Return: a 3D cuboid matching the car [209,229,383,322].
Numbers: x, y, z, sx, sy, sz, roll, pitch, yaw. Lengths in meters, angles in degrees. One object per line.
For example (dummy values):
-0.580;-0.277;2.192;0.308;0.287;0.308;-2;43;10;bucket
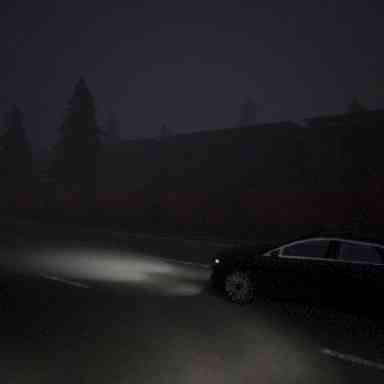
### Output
2.644;1.485;6.406;4.902;1.511;2.128;0;0;35;car
